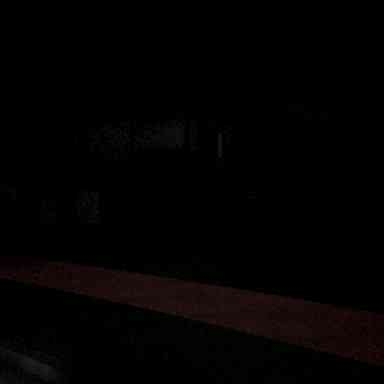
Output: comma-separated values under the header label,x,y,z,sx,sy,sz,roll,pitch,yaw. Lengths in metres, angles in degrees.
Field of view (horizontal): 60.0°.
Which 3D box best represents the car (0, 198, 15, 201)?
label,x,y,z,sx,sy,sz,roll,pitch,yaw
car,-18.196,1.348,31.341,1.837,1.490,4.892,0,0,23
